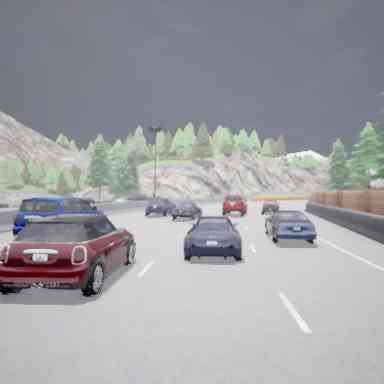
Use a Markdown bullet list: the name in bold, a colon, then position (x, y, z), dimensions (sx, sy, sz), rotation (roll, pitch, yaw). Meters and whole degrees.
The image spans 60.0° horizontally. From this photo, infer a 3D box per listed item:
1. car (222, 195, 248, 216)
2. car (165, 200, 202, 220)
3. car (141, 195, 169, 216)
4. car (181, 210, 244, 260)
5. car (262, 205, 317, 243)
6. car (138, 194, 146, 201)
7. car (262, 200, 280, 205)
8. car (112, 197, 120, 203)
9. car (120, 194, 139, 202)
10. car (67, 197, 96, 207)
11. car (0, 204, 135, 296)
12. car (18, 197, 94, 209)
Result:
- **car**: position (4.480, 1.321, 34.320), dimensions (2.150, 2.045, 5.566), rotation (0, 0, 14)
- **car**: position (-0.379, 1.619, 28.721), dimensions (2.033, 1.411, 5.357), rotation (0, 0, 11)
- **car**: position (-2.984, 1.428, 33.012), dimensions (2.097, 1.767, 4.553), rotation (0, 0, 12)
- **car**: position (0.826, 1.598, 12.593), dimensions (1.994, 1.385, 4.181), rotation (0, 0, 5)
- **car**: position (4.706, 1.602, 16.422), dimensions (2.033, 1.411, 5.357), rotation (0, 0, 7)
- **car**: position (-6.755, 1.480, 57.404), dimensions (2.097, 1.767, 4.553), rotation (0, 0, 21)
- **car**: position (8.761, 1.642, 36.785), dimensions (1.812, 1.442, 4.674), rotation (0, 0, 15)
- **car**: position (-12.763, 1.647, 61.331), dimensions (1.812, 1.442, 4.674), rotation (0, 0, 21)
- **car**: position (-9.835, 1.345, 59.201), dimensions (2.150, 2.045, 5.566), rotation (0, 0, 21)
- **car**: position (-18.478, 1.570, 55.848), dimensions (1.882, 1.535, 5.008), rotation (0, 0, 19)
- **car**: position (-2.977, 1.367, 8.918), dimensions (2.097, 1.767, 4.553), rotation (0, 0, 3)
- **car**: position (-5.920, 1.245, 15.587), dimensions (2.150, 2.045, 5.566), rotation (0, 0, 6)
